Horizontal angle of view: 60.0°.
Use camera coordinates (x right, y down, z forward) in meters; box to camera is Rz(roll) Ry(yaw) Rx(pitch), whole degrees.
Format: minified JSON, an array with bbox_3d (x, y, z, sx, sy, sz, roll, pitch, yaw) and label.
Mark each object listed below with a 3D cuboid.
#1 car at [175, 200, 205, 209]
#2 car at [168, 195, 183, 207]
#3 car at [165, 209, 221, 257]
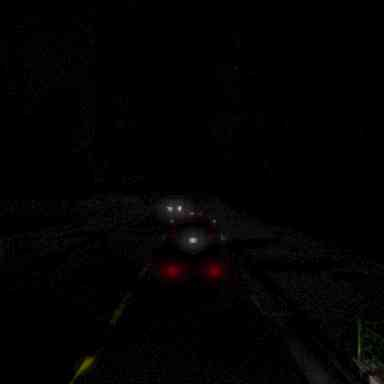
[{"bbox_3d":[0.029,1.590,25.718,2.033,1.411,5.357,0,0,1],"label":"car"},{"bbox_3d":[-2.777,1.440,55.914,2.150,2.045,5.566,0,-1,1],"label":"car"},{"bbox_3d":[0.050,1.583,13.074,1.994,1.385,4.181,0,0,0],"label":"car"}]
